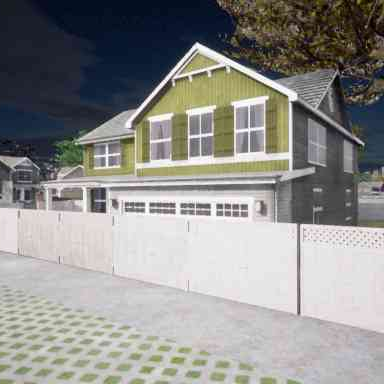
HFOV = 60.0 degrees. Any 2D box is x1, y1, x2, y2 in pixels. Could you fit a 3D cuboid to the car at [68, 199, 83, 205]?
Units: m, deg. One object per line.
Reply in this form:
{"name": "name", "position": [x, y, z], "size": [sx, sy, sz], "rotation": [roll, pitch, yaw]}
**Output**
{"name": "car", "position": [-14.866, 1.640, 42.177], "size": [1.837, 1.490, 4.892], "rotation": [0, 0, 19]}
